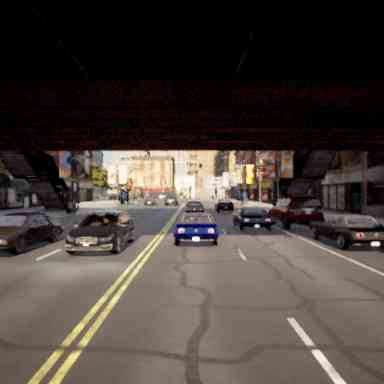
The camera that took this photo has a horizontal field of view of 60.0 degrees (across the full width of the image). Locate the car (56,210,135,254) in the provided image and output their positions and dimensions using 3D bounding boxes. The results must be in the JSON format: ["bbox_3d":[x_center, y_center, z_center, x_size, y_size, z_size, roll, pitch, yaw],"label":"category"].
[{"bbox_3d":[-3.542,1.534,13.618,1.837,1.490,4.892,0,0,1],"label":"car"}]

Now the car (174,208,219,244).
[{"bbox_3d":[0.190,1.635,15.846,1.895,1.301,4.718,0,0,0],"label":"car"}]

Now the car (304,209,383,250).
[{"bbox_3d":[6.725,1.626,14.432,1.895,1.301,4.718,0,0,0],"label":"car"}]

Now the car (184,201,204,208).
[{"bbox_3d":[0.225,1.617,32.583,2.033,1.411,5.357,0,0,0],"label":"car"}]

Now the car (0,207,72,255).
[{"bbox_3d":[-7.036,1.577,13.632,2.033,1.411,5.357,0,0,1],"label":"car"}]

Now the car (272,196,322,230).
[{"bbox_3d":[6.680,1.275,21.829,2.435,2.045,5.566,0,0,0],"label":"car"}]

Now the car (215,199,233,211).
[{"bbox_3d":[3.721,1.560,38.806,1.882,1.535,5.008,0,0,0],"label":"car"}]

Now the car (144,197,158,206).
[{"bbox_3d":[-6.943,1.611,56.489,2.128,1.511,4.902,0,0,0],"label":"car"}]

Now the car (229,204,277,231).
[{"bbox_3d":[3.717,1.646,21.166,1.895,1.301,4.718,0,0,0],"label":"car"}]

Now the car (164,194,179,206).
[{"bbox_3d":[-3.442,1.339,56.470,2.150,2.045,5.566,0,0,1],"label":"car"}]
